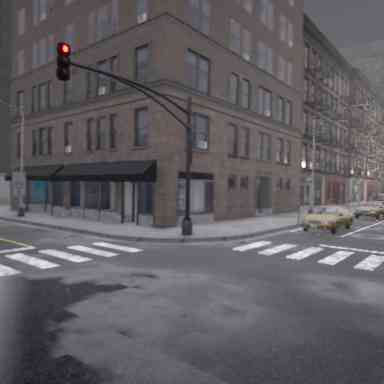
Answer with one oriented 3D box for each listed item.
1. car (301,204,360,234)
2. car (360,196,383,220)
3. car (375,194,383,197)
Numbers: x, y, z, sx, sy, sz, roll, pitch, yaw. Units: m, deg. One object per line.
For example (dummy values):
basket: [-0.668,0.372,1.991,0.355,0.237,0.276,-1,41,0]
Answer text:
car: [7.524,1.359,18.261,1.752,1.417,4.829,2,1,39]
car: [14.460,1.343,26.751,1.752,1.417,4.829,2,1,39]
car: [18.040,1.124,31.125,2.192,1.841,5.009,2,1,39]
